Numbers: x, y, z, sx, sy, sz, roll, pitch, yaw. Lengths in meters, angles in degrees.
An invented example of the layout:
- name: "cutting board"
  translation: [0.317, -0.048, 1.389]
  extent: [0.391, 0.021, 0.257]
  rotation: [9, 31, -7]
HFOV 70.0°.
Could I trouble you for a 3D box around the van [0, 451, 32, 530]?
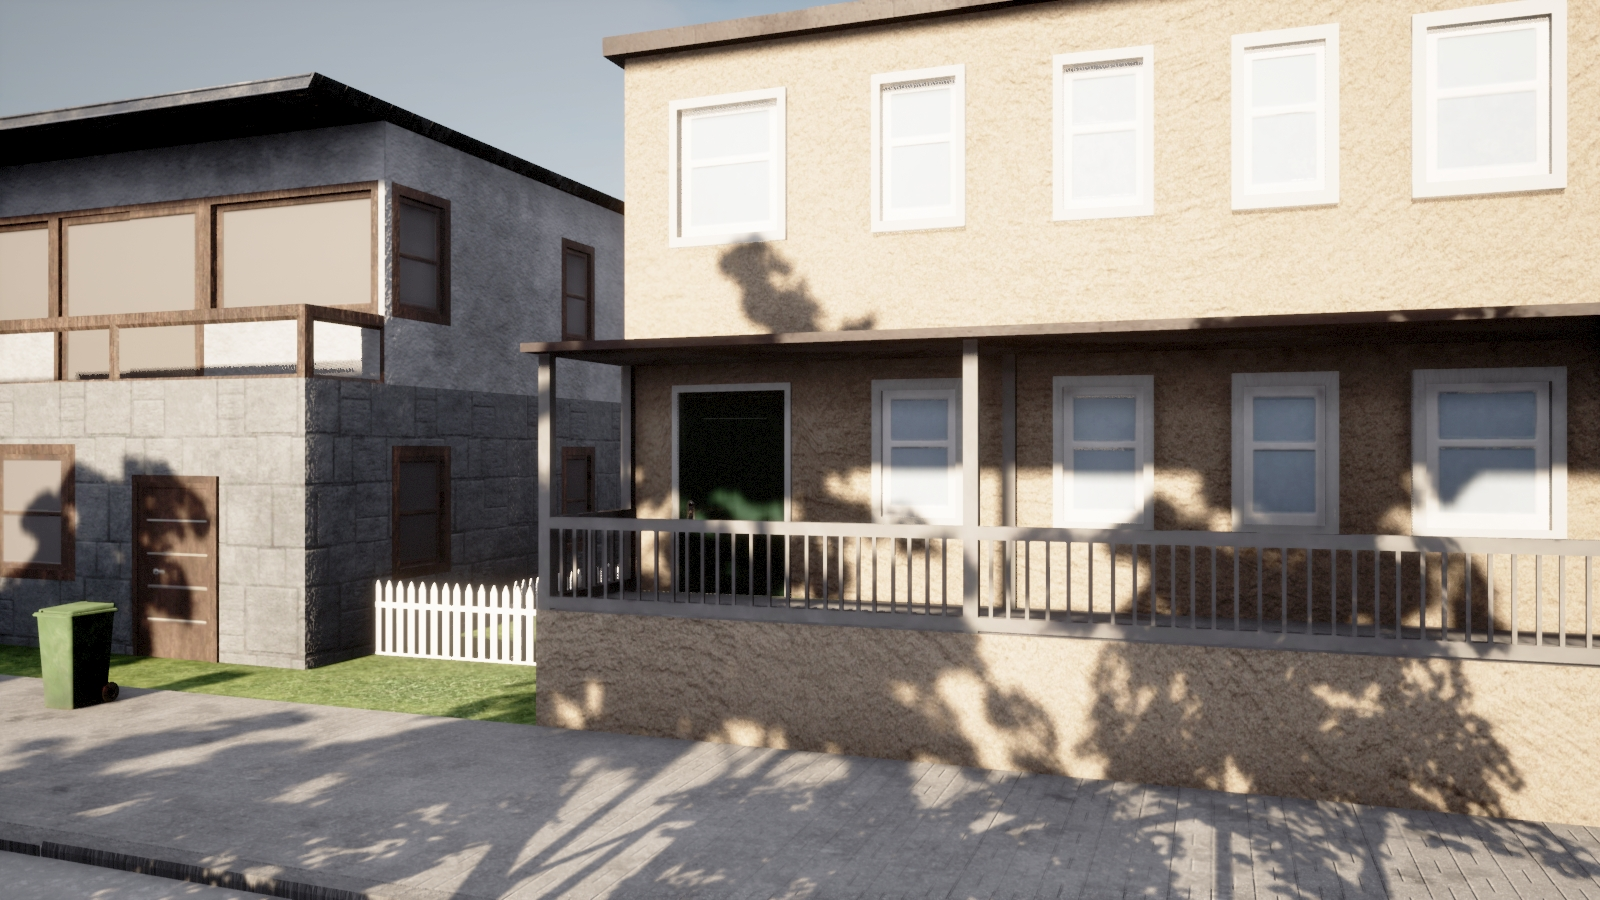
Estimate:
- name: "van"
  translation: [-27.753, 1.329, 35.973]
  extent: [1.988, 2.561, 5.915]
  rotation: [0, 0, 20]
